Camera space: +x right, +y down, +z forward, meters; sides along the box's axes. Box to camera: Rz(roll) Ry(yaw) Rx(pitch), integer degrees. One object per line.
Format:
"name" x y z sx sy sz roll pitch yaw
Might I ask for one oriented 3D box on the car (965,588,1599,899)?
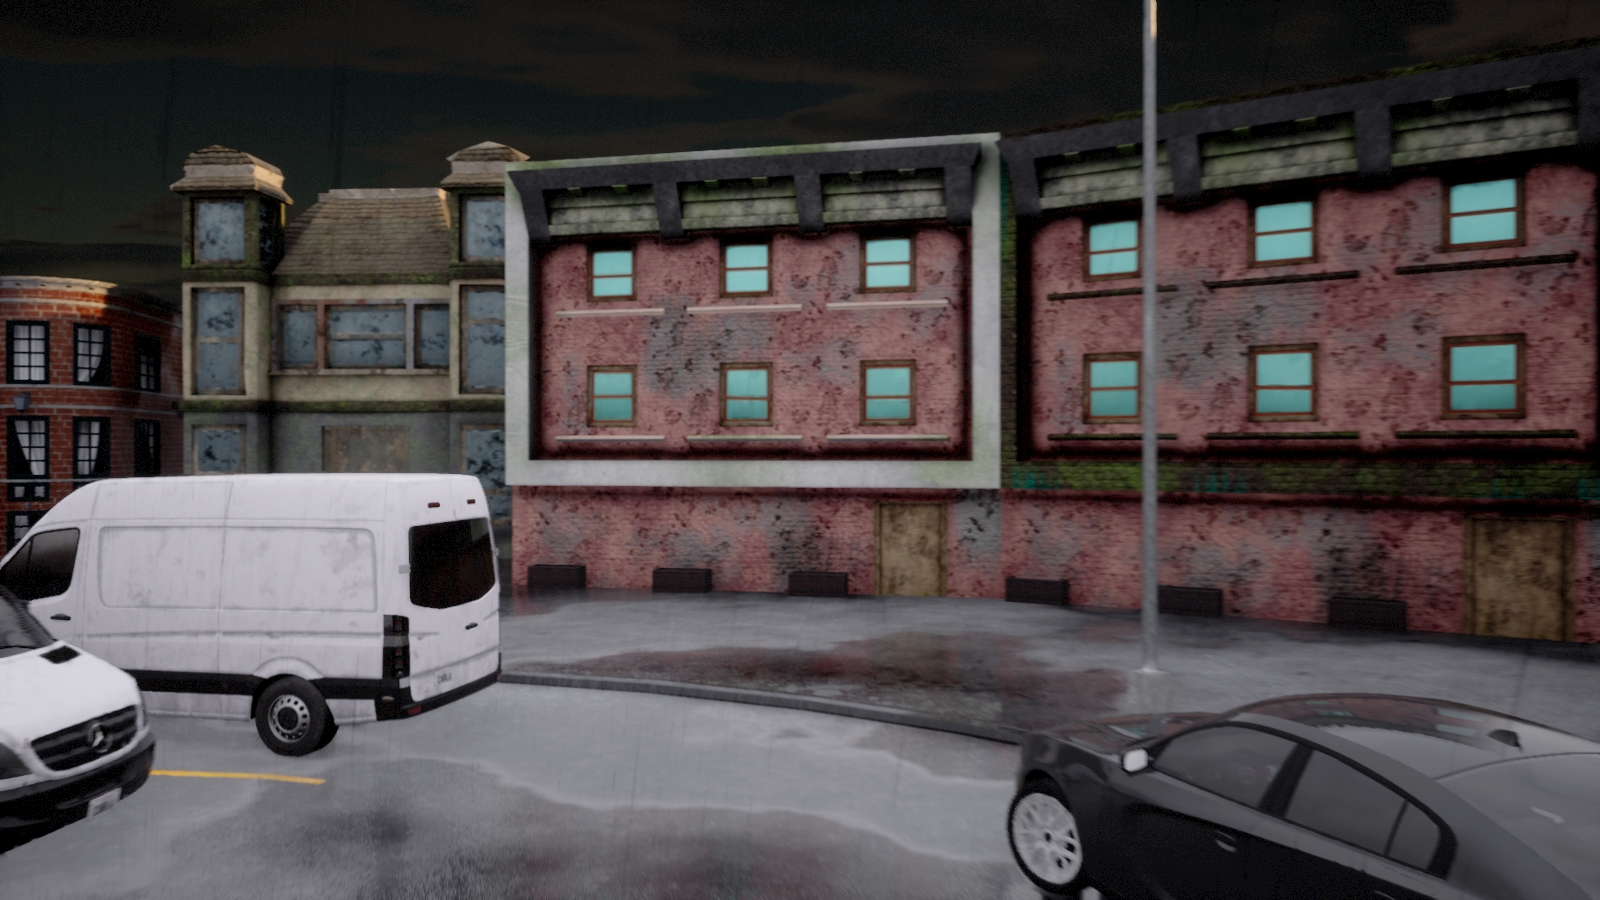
"car" 2.945 1.814 5.976 2.097 1.535 5.006 0 0 -18

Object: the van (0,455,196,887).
"van" -7.652 1.317 7.950 5.915 2.561 1.988 0 0 3

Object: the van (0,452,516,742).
"van" -6.120 1.315 11.787 5.915 2.561 1.988 0 0 13
